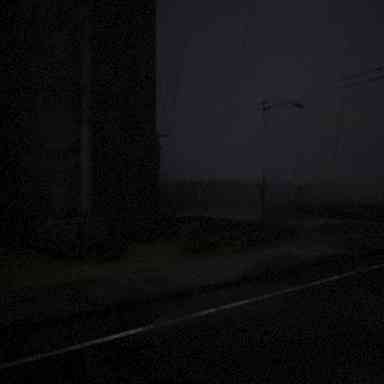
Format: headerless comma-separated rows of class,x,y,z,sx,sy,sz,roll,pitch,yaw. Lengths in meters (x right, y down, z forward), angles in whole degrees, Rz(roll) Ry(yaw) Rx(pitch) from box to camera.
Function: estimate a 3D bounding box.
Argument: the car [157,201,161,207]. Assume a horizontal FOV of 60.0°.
car,-6.599,1.580,50.309,1.895,1.301,4.718,0,0,-34
